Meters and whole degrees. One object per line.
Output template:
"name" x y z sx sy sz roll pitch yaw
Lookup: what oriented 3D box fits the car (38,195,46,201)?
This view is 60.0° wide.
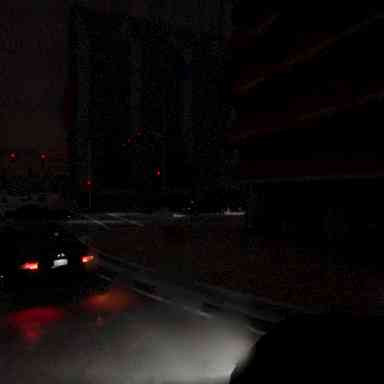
"car" -37.083 1.540 82.321 2.033 1.411 5.357 0 0 -23

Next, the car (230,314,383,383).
"car" 2.859 1.547 2.027 5.357 1.411 2.033 0 0 35

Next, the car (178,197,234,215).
"car" 1.458 1.560 34.367 4.892 1.490 1.837 0 0 -23

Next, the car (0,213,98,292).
"car" -4.362 1.547 9.045 2.033 1.411 5.357 0 0 -39

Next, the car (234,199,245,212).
"car" 6.620 1.560 40.298 4.892 1.490 1.837 0 0 -23

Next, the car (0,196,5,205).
"car" -33.883 1.548 56.737 2.033 1.411 5.357 0 0 -22

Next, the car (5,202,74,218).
"car" -11.880 1.634 26.224 4.718 1.301 1.895 0 0 3

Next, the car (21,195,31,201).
"car" -40.171 1.525 80.638 2.128 1.511 4.902 0 0 -23

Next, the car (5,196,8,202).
"car" -38.014 1.525 66.572 2.128 1.511 4.902 0 0 -23

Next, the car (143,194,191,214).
"car" -2.532 1.277 36.500 5.566 2.045 2.150 0 0 -23
